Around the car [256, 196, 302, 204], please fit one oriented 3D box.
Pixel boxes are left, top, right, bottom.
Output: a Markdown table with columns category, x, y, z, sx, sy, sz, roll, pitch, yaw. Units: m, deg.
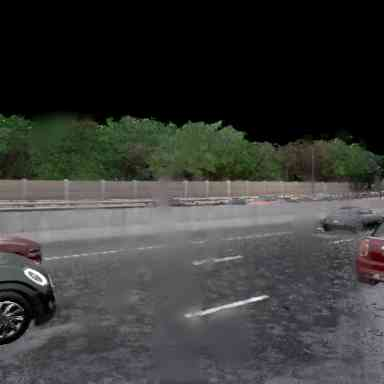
| category | x | y | z | sx | sy | sz | roll | pitch | yaw |
| --- | --- | --- | --- | --- | --- | --- | --- | --- | --- |
| car | 8.680 | 1.421 | 31.586 | 4.892 | 1.490 | 1.837 | -1 | 1 | -35 |

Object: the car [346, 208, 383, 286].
| category | x | y | z | sx | sy | sz | roll | pitch | yaw |
| --- | --- | --- | --- | --- | --- | --- | --- | --- | --- |
| car | 6.094 | 1.348 | 8.202 | 4.553 | 1.767 | 2.097 | 0 | 0 | -35 |

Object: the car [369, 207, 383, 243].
| category | x | y | z | sx | sy | sz | roll | pitch | yaw |
| --- | --- | --- | --- | --- | --- | --- | --- | --- | --- |
| car | 10.585 | 1.468 | 15.552 | 4.902 | 1.511 | 2.128 | 0 | 0 | -35 |

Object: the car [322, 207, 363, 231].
| category | x | y | z | sx | sy | sz | roll | pitch | yaw |
| --- | --- | --- | --- | --- | --- | --- | --- | --- | --- |
| car | 9.341 | 1.535 | 18.959 | 4.181 | 1.385 | 1.994 | 0 | 0 | -35 |

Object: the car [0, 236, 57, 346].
| category | x | y | z | sx | sy | sz | roll | pitch | yaw |
| --- | --- | --- | --- | --- | --- | --- | --- | --- | --- |
| car | -4.469 | 1.352 | 4.856 | 4.553 | 1.767 | 2.097 | 0 | 0 | -36 |

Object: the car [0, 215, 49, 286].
| category | x | y | z | sx | sy | sz | roll | pitch | yaw |
| --- | --- | --- | --- | --- | --- | --- | --- | --- | --- |
| car | -6.268 | 1.477 | 7.873 | 5.008 | 1.535 | 1.882 | 0 | 0 | -36 |

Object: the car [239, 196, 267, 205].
| category | x | y | z | sx | sy | sz | roll | pitch | yaw |
| --- | --- | --- | --- | --- | --- | --- | --- | --- | --- |
| car | 7.611 | 1.258 | 35.112 | 4.553 | 1.767 | 2.097 | -1 | 0 | -35 |

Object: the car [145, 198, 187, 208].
| category | x | y | z | sx | sy | sz | roll | pitch | yaw |
| --- | --- | --- | --- | --- | --- | --- | --- | --- | --- |
| car | -2.814 | 1.475 | 36.322 | 4.892 | 1.490 | 1.837 | 0 | 0 | -35 |

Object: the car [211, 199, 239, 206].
| category | x | y | z | sx | sy | sz | roll | pitch | yaw |
| --- | --- | --- | --- | --- | --- | --- | --- | --- | --- |
| car | 4.536 | 1.466 | 37.234 | 5.357 | 1.411 | 2.033 | -1 | 0 | -35 |

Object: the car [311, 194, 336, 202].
| category | x | y | z | sx | sy | sz | roll | pitch | yaw |
| --- | --- | --- | --- | --- | --- | --- | --- | --- | --- |
| car | 20.935 | 1.030 | 52.927 | 4.902 | 1.511 | 2.128 | -2 | 1 | -35 |
